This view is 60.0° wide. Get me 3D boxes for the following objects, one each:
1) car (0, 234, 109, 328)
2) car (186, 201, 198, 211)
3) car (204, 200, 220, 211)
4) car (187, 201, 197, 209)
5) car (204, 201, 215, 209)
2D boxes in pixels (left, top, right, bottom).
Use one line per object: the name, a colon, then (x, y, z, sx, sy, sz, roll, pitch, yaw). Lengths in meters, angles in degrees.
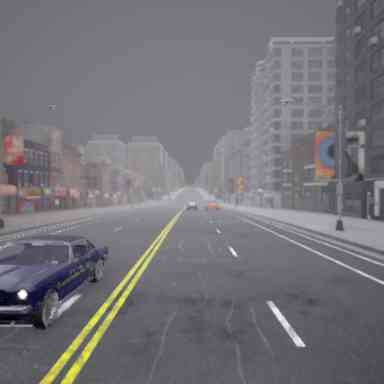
car: (-3.287, 1.664, 7.213, 1.895, 1.301, 4.718, 0, -1, 0)
car: (0.006, 2.360, 53.715, 1.895, 1.301, 4.718, 0, -1, 0)
car: (3.256, 2.110, 53.661, 2.097, 1.767, 4.553, 0, -1, 0)
car: (0.006, 2.531, 63.705, 1.812, 1.442, 4.674, 0, -1, 0)
car: (3.257, 2.532, 63.705, 1.812, 1.442, 4.674, 0, -1, 0)
